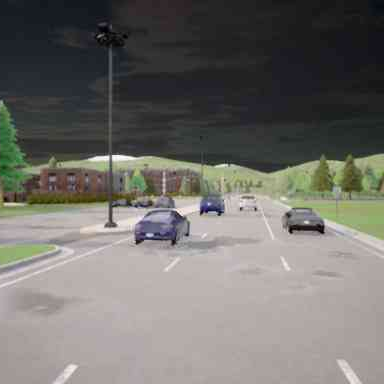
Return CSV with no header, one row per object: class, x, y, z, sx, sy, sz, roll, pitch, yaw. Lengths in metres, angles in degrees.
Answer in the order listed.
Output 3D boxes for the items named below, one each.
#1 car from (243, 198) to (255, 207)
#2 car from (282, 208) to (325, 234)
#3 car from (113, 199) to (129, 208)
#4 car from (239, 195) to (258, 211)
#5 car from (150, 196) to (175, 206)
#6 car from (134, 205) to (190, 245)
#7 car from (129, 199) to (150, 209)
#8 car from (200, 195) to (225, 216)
car,9.609,1.729,55.980,1.994,1.385,4.181,0,0,11
car,6.582,1.624,19.949,1.994,1.385,4.181,0,0,10
car,-10.365,1.706,49.843,1.994,1.385,4.181,0,0,11
car,7.269,1.349,42.898,2.150,2.045,5.566,0,0,11
car,-3.822,1.486,46.844,2.097,1.767,4.553,0,0,11
car,-1.297,1.571,15.669,1.812,1.442,4.674,0,0,10
car,-6.948,1.688,49.069,2.033,1.411,5.357,0,0,11
car,2.161,1.323,34.588,2.150,2.045,5.566,0,0,10
